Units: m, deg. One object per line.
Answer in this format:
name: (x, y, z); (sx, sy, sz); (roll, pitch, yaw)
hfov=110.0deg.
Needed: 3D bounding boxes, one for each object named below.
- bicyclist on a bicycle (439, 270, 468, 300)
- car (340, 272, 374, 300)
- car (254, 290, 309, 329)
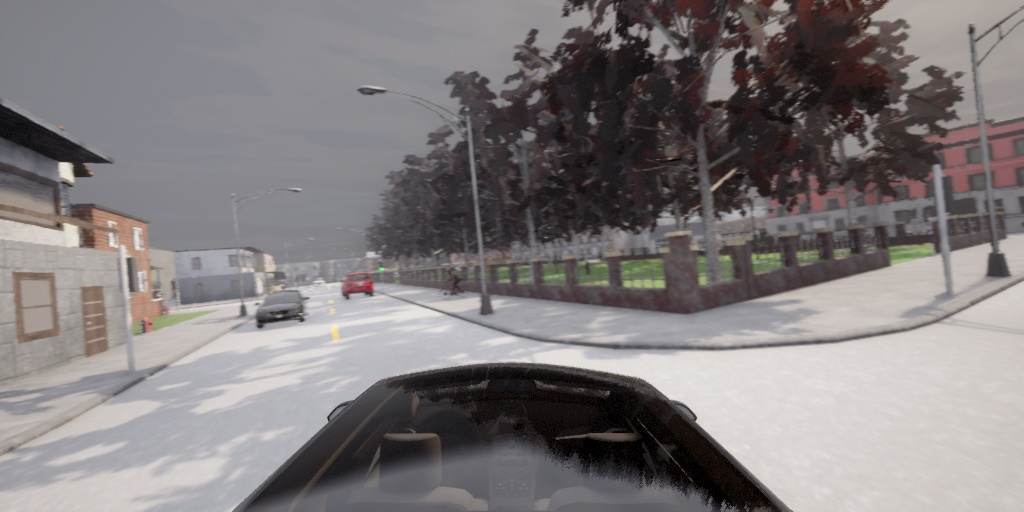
bicyclist on a bicycle: (-3.215, 1.558, 19.623); (1.656, 1.620, 0.582); (-5, -1, -27)
car: (-13.327, 2.507, 30.813); (2.150, 2.045, 5.566); (-5, -1, -29)
car: (-11.119, 2.464, 17.544); (1.837, 1.490, 4.892); (-5, -1, -27)
